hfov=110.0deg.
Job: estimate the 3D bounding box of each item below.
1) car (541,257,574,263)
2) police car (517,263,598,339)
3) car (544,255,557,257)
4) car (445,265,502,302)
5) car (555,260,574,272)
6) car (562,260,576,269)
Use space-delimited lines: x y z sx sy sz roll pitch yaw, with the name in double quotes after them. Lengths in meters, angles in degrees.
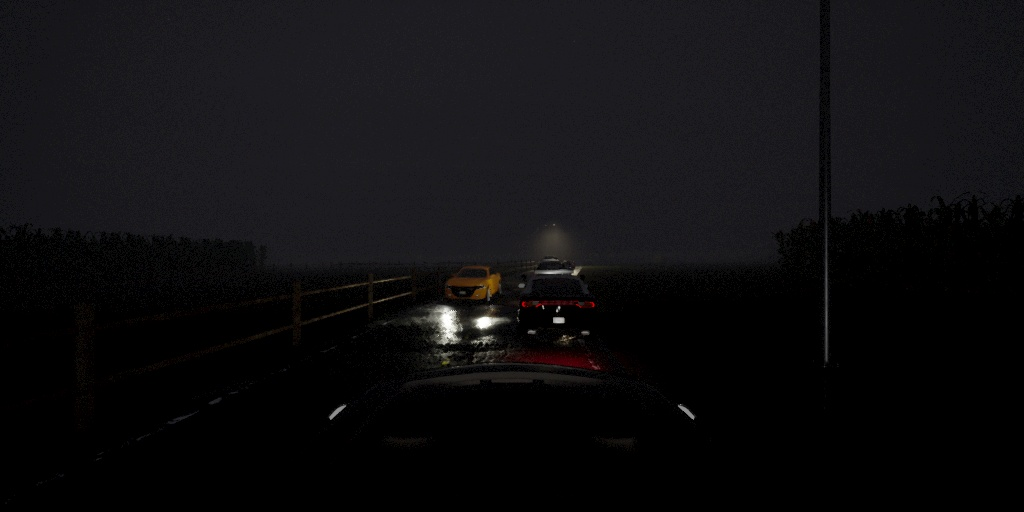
2.257 1.089 19.917 2.097 1.767 4.553 0 0 8 "car"
1.197 1.172 10.268 1.930 1.638 5.238 0 0 4 "police car"
5.811 0.917 54.528 2.150 2.045 5.566 0 0 12 "car"
-1.710 1.220 17.124 1.882 1.535 5.008 0 0 7 "car"
6.719 1.270 45.860 1.994 1.385 4.181 0 0 13 "car"
8.858 1.292 55.709 1.895 1.301 4.718 0 0 12 "car"
